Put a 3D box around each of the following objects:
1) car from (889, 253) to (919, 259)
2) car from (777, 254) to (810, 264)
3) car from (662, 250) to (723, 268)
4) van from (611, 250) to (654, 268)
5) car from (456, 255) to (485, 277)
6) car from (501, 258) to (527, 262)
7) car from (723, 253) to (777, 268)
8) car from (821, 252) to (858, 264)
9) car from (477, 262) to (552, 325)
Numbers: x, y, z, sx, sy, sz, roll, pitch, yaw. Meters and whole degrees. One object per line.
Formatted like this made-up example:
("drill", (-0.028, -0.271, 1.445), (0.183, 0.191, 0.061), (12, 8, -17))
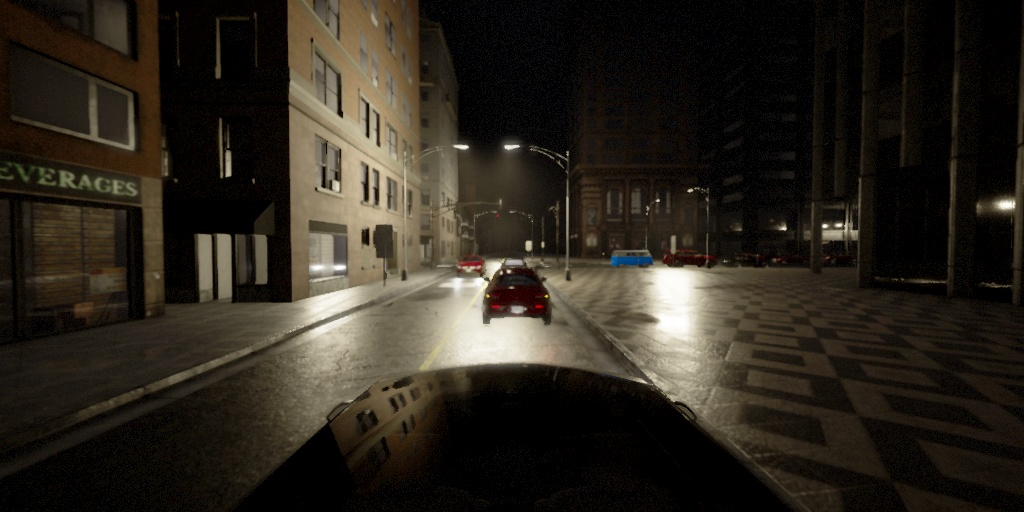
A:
("car", (39.981, 0.411, 35.684), (4.097, 1.591, 1.967), (0, 0, -1))
("car", (34.251, 0.357, 44.131), (4.207, 1.307, 1.802), (0, 0, -1))
("car", (17.424, 0.305, 35.378), (5.009, 1.841, 2.192), (0, 0, -1))
("van", (11.783, 0.334, 35.301), (3.998, 1.789, 1.690), (0, 0, -1))
("car", (-2.959, 0.687, 26.764), (1.812, 1.442, 4.674), (0, 1, 0))
("car", (0.136, 0.806, 23.361), (1.994, 1.385, 4.181), (0, 1, 0))
("car", (23.063, 0.551, 35.454), (4.313, 1.339, 1.948), (0, 0, -1))
("car", (39.890, 0.210, 44.207), (4.097, 1.591, 1.967), (0, 0, -1))
("car", (0.110, 1.065, 10.794), (1.812, 1.442, 4.674), (0, 1, -1))
